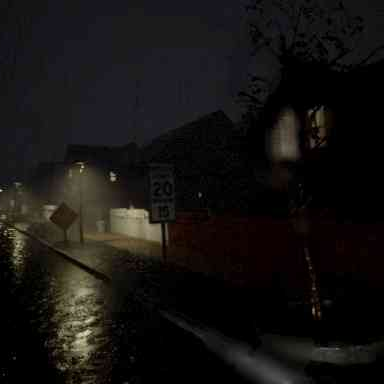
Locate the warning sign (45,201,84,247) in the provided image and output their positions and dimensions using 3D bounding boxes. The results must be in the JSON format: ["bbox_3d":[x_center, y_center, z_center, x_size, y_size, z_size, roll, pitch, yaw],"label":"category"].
[{"bbox_3d":[-5.731,1.391,14.945,1.300,1.860,1.060,-5,-2,-34],"label":"warning sign"}]
